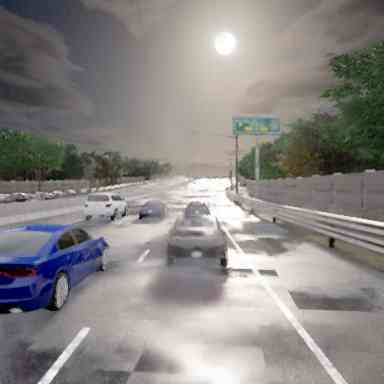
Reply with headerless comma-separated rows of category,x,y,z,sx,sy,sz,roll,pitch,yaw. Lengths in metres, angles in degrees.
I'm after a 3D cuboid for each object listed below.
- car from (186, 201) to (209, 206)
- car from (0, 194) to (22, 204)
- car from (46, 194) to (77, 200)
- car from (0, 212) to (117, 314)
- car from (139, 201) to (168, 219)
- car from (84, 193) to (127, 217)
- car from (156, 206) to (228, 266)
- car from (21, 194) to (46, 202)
car,0.437,1.417,26.914,1.994,1.385,4.181,0,1,2
car,-23.687,1.044,44.540,1.837,1.490,4.892,0,1,3
car,-16.718,1.100,43.906,2.033,1.411,5.357,0,1,2
car,-3.384,1.471,7.765,1.882,1.535,5.008,0,0,1
car,-3.060,1.413,27.094,1.994,1.385,4.181,0,1,2
car,-6.593,1.083,25.852,2.150,2.045,5.566,0,1,1
car,0.166,1.475,11.471,2.128,1.511,4.902,0,0,1
car,-20.184,1.028,44.635,2.128,1.511,4.902,0,1,3
